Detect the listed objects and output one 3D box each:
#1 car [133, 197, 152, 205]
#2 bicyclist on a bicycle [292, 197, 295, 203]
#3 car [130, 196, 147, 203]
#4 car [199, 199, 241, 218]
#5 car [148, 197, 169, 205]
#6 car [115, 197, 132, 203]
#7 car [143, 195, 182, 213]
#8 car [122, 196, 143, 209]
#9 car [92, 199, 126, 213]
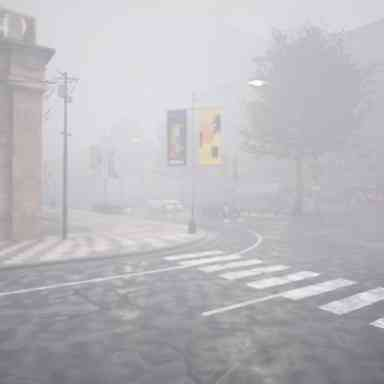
[{"bbox_3d":[-9.450,1.734,63.207,1.812,1.442,4.674,1,0,-35],"label":"car"},{"bbox_3d":[14.993,1.588,48.282,1.656,1.620,0.582,0,0,-35],"label":"bicyclist on a bicycle"},{"bbox_3d":[-11.630,1.619,72.379,1.994,1.385,4.181,1,0,-35],"label":"car"},{"bbox_3d":[2.634,1.500,31.996,2.097,1.767,4.553,1,0,-35],"label":"car"},{"bbox_3d":[-6.589,1.711,65.223,1.882,1.535,5.008,1,0,-35],"label":"car"},{"bbox_3d":[-14.509,1.637,70.387,1.895,1.301,4.718,1,0,-35],"label":"car"},{"bbox_3d":[-3.389,1.370,40.553,2.150,2.045,5.566,0,0,-35],"label":"car"},{"bbox_3d":[-9.432,1.676,49.144,1.812,1.442,4.674,1,0,-35],"label":"car"},{"bbox_3d":[-9.729,1.696,37.996,1.895,1.301,4.718,1,0,-35],"label":"car"}]
